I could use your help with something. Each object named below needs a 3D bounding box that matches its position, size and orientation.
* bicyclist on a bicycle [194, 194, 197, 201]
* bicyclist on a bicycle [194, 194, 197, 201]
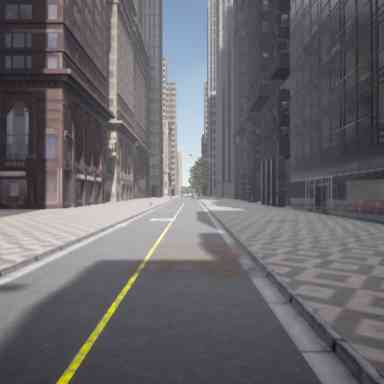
[{"bbox_3d":[0.847,1.484,80.050,0.866,1.612,1.509,2,1,0],"label":"bicyclist on a bicycle"},{"bbox_3d":[0.847,1.403,89.052,0.659,1.776,1.843,2,1,0],"label":"bicyclist on a bicycle"}]
